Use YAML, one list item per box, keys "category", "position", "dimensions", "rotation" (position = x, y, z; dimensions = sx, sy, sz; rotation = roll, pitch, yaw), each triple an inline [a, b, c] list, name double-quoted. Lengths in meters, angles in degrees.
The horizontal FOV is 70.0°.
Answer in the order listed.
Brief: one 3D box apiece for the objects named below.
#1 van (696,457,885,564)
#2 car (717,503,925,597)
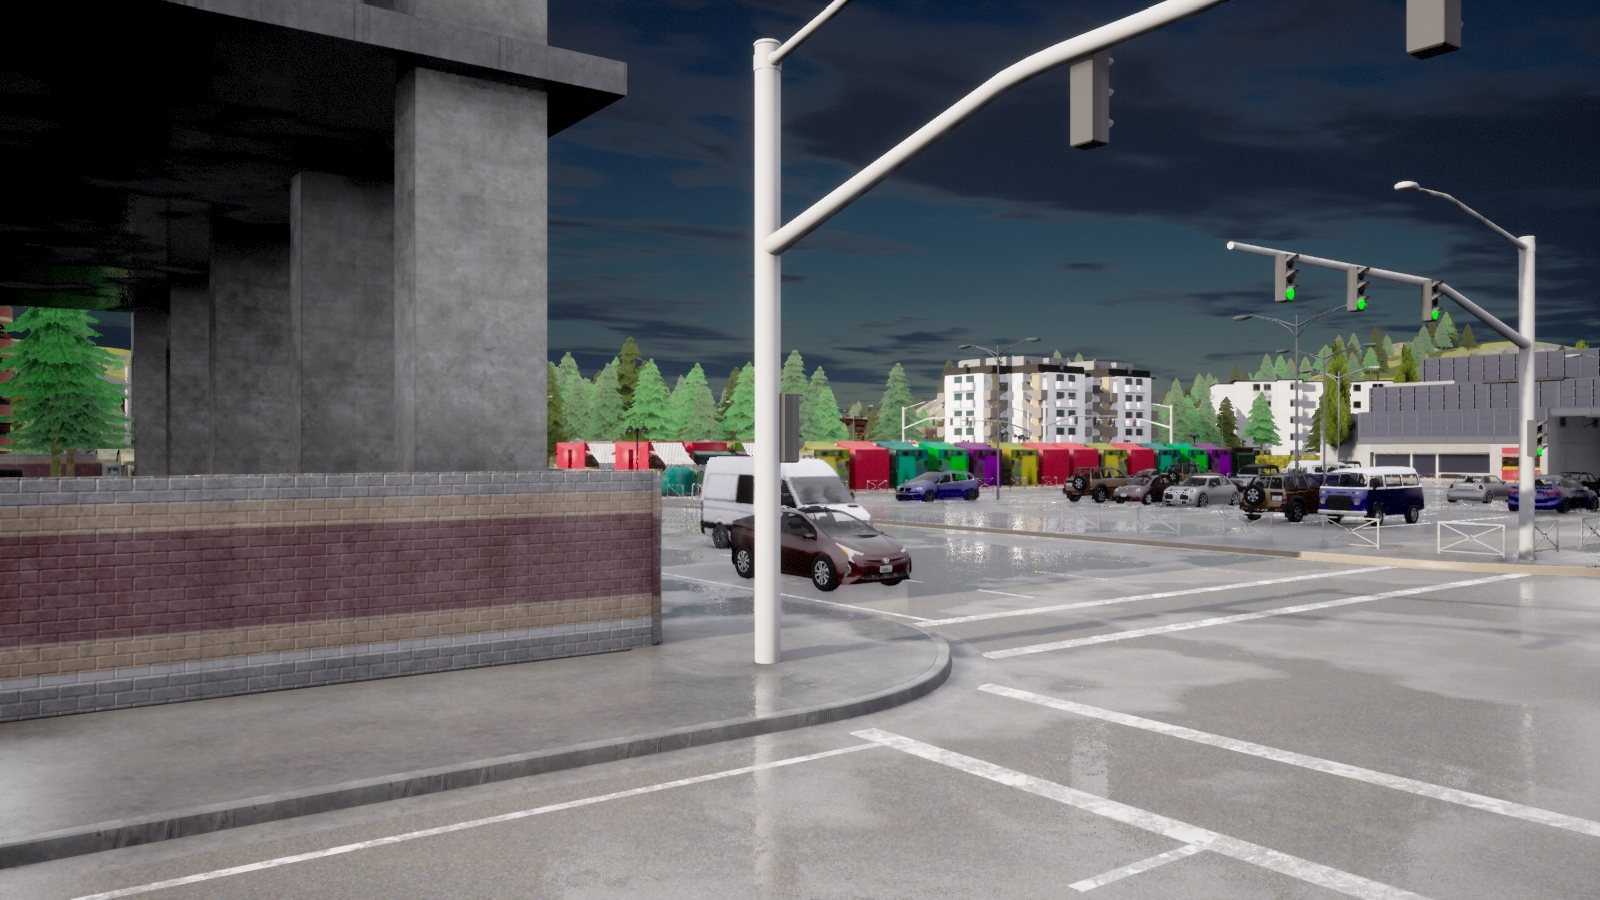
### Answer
- category: "van"
  position: [-0.398, 1.478, 30.676]
  dimensions: [1.988, 2.561, 5.915]
  rotation: [0, 0, -36]
- category: "car"
  position: [0.324, 1.984, 23.786]
  dimensions: [2.007, 1.525, 4.514]
  rotation: [0, 0, -36]
